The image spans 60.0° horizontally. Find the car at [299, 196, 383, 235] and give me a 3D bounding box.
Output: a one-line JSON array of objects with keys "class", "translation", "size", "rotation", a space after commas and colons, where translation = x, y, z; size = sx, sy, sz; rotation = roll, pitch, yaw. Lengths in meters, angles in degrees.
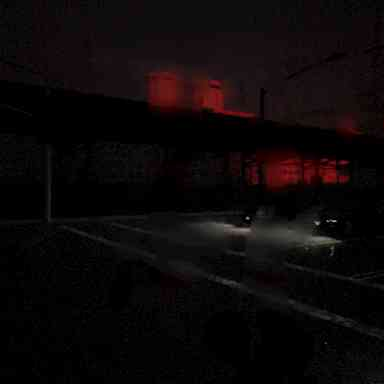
[{"class": "car", "translation": [7.803, 1.150, 16.252], "size": [4.892, 1.490, 1.837], "rotation": [-1, 2, -29]}]

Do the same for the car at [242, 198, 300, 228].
[{"class": "car", "translation": [4.982, 1.090, 18.691], "size": [4.674, 1.442, 1.812], "rotation": [0, 2, -29]}]
